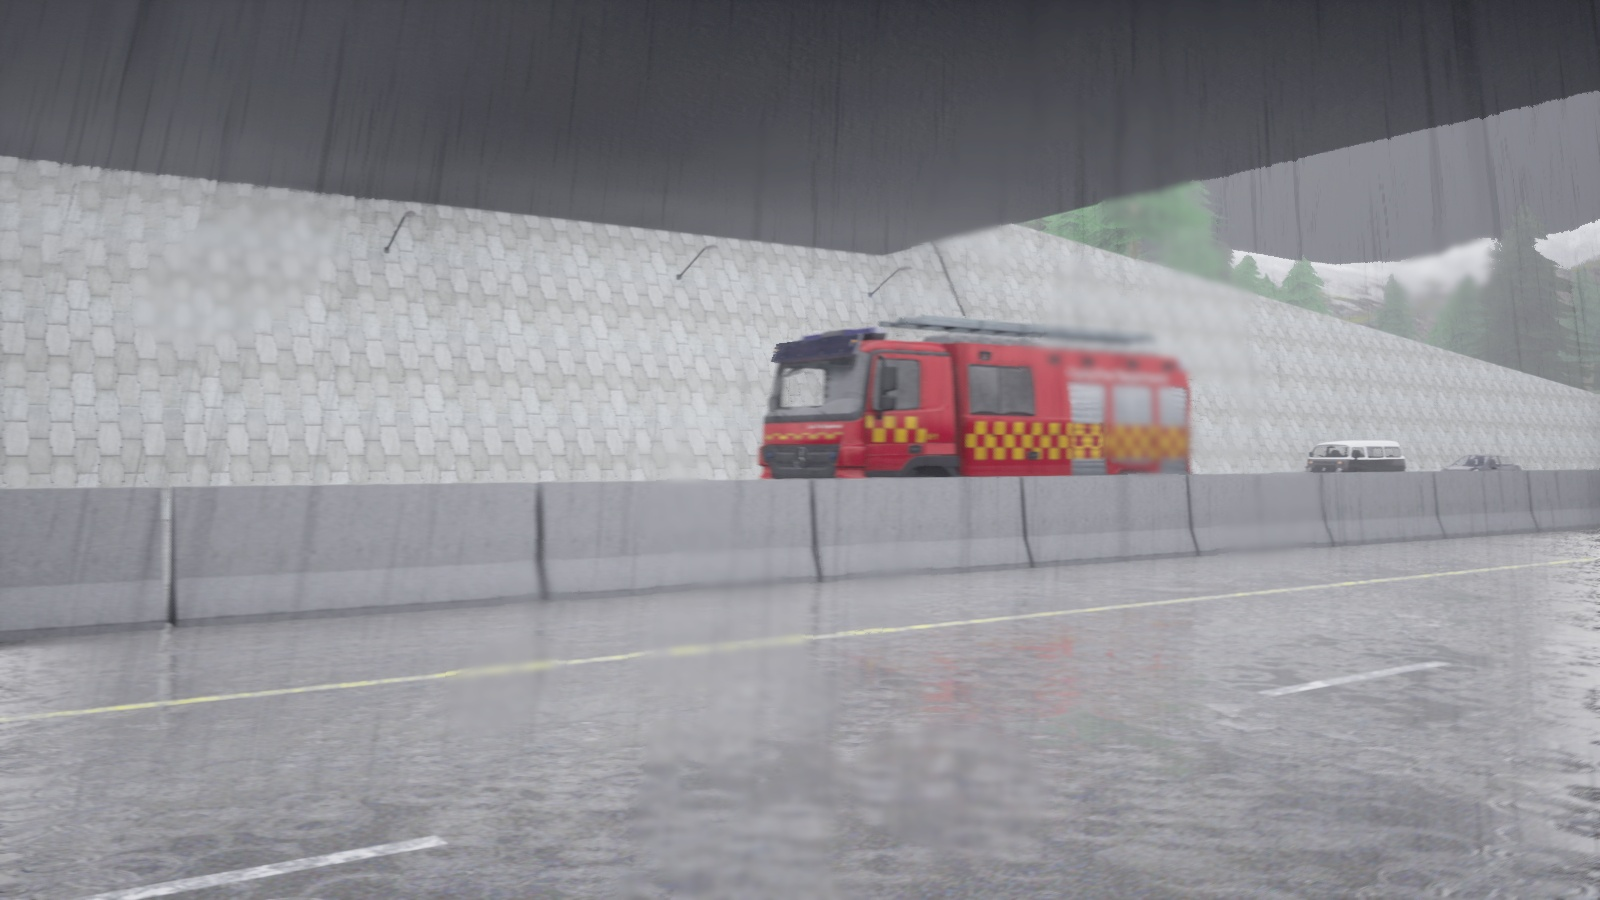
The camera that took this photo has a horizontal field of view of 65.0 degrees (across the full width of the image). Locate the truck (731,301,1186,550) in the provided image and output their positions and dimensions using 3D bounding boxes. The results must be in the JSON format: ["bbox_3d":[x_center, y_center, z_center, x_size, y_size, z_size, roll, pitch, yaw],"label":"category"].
[{"bbox_3d":[3.109,-0.370,22.877,8.468,3.827,2.891,0,0,-35],"label":"truck"}]

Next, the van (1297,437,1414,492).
[{"bbox_3d":[21.417,0.542,48.370,4.480,2.038,2.069,0,0,-35],"label":"van"}]

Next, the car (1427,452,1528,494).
[{"bbox_3d":[25.235,0.820,46.759,3.633,1.501,1.845,0,0,-35],"label":"car"}]
